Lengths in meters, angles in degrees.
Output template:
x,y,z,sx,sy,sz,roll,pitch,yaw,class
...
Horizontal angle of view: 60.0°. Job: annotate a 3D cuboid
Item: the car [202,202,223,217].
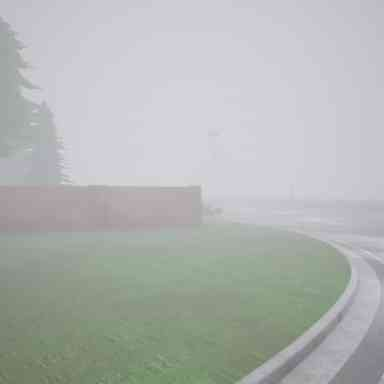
x,y,z,sx,sy,sz,roll,pitch,yaw,class
0.528,1.600,30.726,1.895,1.301,4.718,0,0,-44,car
